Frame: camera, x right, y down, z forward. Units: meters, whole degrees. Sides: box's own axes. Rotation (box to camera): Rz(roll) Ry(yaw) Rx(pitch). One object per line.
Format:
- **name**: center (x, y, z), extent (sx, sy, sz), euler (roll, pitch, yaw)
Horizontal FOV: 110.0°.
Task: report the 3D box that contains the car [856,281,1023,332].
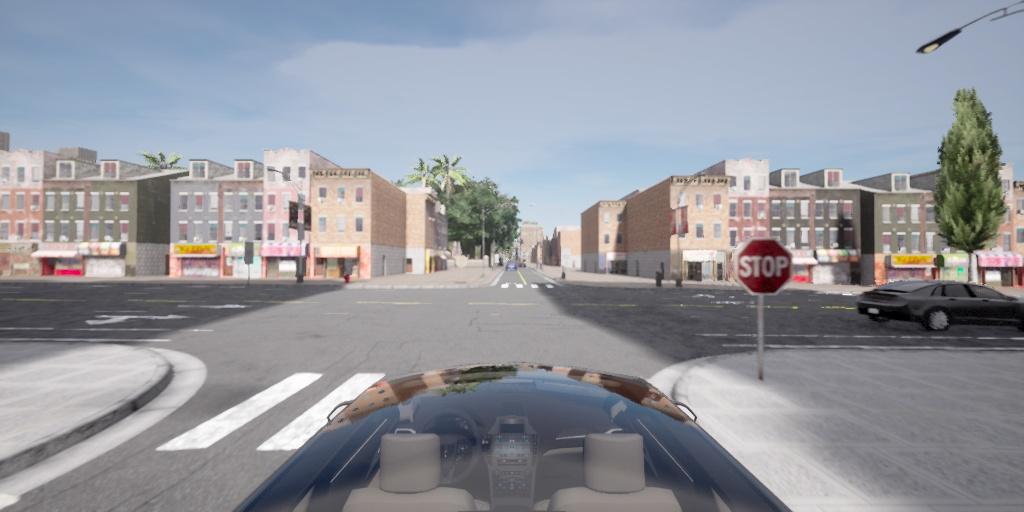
- **car**: center (14.009, 1.553, 11.517), extent (4.892, 1.490, 1.837), euler (1, -1, 0)
